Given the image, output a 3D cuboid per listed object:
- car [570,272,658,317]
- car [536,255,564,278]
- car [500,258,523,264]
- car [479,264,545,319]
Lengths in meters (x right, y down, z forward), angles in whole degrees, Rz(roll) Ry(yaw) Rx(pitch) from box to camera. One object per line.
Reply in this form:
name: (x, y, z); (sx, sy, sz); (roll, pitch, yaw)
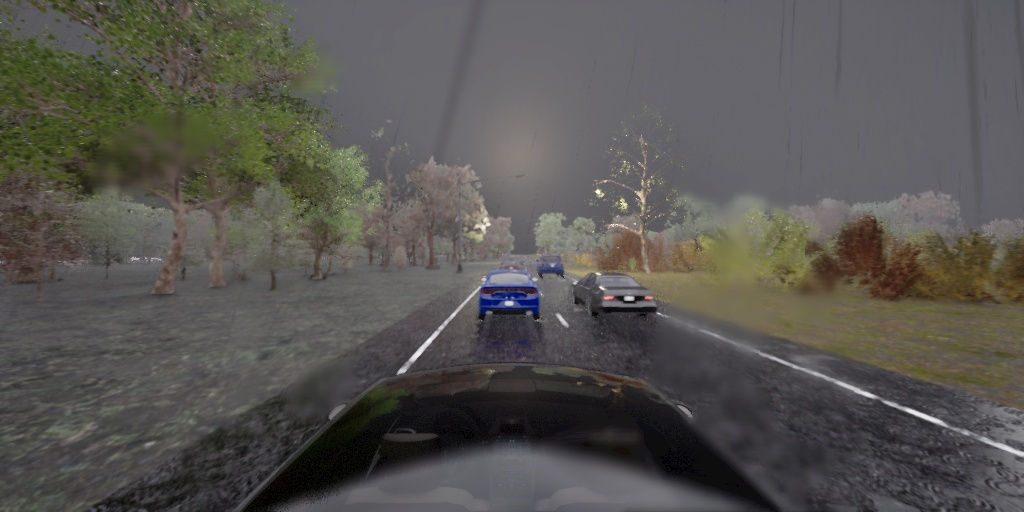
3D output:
car: (3.394, 1.277, 12.938); (2.033, 1.411, 5.357); (0, 0, 0)
car: (3.468, 0.905, 32.948); (2.150, 2.045, 5.566); (0, 0, 1)
car: (-0.020, 1.030, 33.309); (2.097, 1.767, 4.553); (0, 0, 1)
car: (-0.090, 1.202, 12.773); (1.882, 1.535, 5.008); (0, 0, 0)
